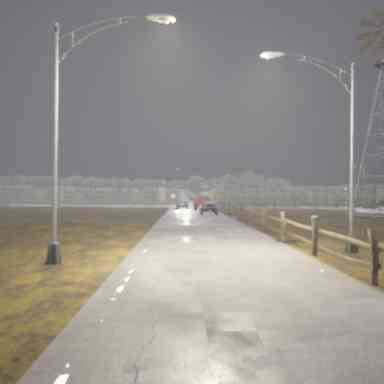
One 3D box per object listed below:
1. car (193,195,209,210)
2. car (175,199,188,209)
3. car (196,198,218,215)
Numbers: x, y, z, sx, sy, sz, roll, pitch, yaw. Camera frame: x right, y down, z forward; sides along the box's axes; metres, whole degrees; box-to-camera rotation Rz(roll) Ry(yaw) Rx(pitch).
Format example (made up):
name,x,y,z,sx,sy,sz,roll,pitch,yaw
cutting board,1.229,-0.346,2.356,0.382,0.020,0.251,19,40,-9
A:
name,x,y,z,sx,sy,sz,roll,pitch,yaw
car,1.362,1.475,46.872,2.150,2.045,5.566,1,0,-2
car,-1.446,1.732,48.636,2.128,1.511,4.902,1,-1,-1
car,1.775,1.669,36.146,1.837,1.490,4.892,1,0,-1
